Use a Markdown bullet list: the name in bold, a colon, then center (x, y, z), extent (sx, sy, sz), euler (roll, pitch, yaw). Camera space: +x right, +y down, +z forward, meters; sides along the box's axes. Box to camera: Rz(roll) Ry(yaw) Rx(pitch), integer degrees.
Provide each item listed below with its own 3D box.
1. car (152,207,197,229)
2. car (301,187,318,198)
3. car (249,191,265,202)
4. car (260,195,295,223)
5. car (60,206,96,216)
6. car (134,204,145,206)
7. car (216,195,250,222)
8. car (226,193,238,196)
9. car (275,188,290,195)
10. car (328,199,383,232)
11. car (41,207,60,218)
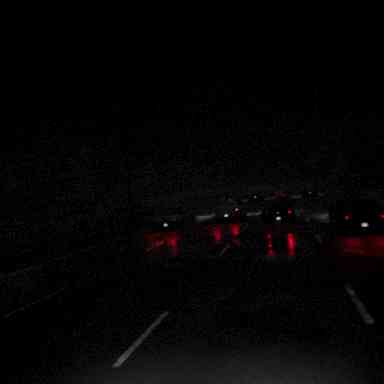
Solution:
- **car**: center (-1.105, 1.747, 23.382), extent (1.895, 1.301, 4.718), euler (-5, 0, 16)
- **car**: center (15.863, -0.015, 45.100), extent (1.994, 1.385, 4.181), euler (-5, 1, 16)
- **car**: center (8.995, 0.603, 46.439), extent (1.994, 1.385, 4.181), euler (-5, 1, 16)
- **car**: center (5.537, 1.158, 21.236), extent (1.895, 1.301, 4.718), euler (-5, 0, 16)
- **car**: center (-14.068, 2.419, 42.179), extent (1.895, 1.301, 4.718), euler (-5, 1, 16)
- **car**: center (-7.353, 1.806, 40.300), extent (2.033, 1.411, 5.357), euler (-5, 1, 16)
- **car**: center (2.944, 1.304, 24.912), extent (1.812, 1.442, 4.674), euler (-5, 0, 16)
- **car**: center (5.651, 0.900, 47.428), extent (1.994, 1.385, 4.181), euler (-5, 1, 16)
- **car**: center (12.765, 0.158, 46.995), extent (1.882, 1.535, 5.008), euler (-5, 1, 16)
- **car**: center (7.581, 0.984, 15.632), extent (1.895, 1.301, 4.718), euler (-5, 0, 16)
- **car**: center (-17.426, 2.599, 43.159), extent (1.882, 1.535, 5.008), euler (-5, 1, 16)
